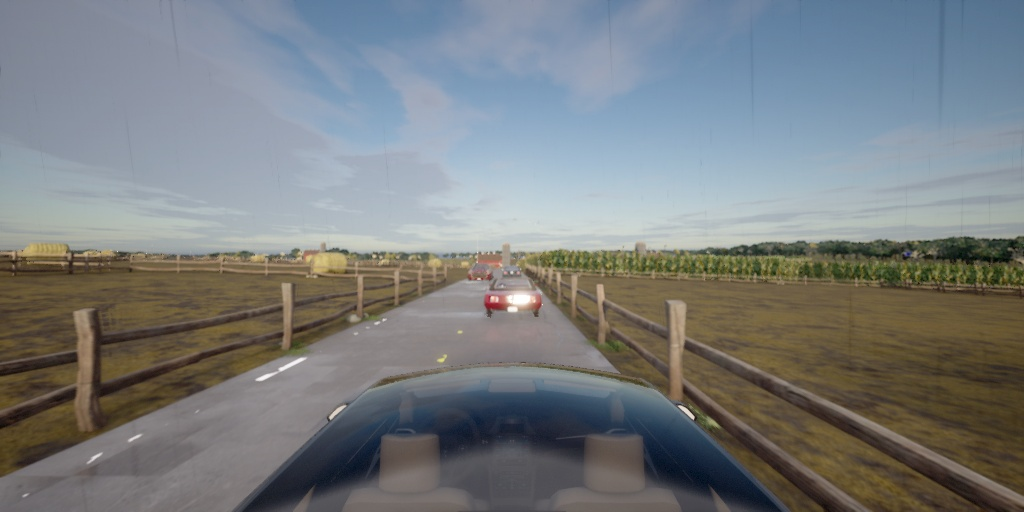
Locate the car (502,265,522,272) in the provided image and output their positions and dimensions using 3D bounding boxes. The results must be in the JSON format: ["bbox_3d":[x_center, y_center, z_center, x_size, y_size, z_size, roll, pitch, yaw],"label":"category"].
[{"bbox_3d":[-0.007,1.644,35.765,2.033,1.411,5.357,0,-1,0],"label":"car"}]

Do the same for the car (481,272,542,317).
[{"bbox_3d":[0.037,1.448,13.751,1.895,1.301,4.718,0,-1,0],"label":"car"}]

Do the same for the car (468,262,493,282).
[{"bbox_3d":[-2.845,1.415,33.116,2.097,1.767,4.553,0,-1,0],"label":"car"}]
